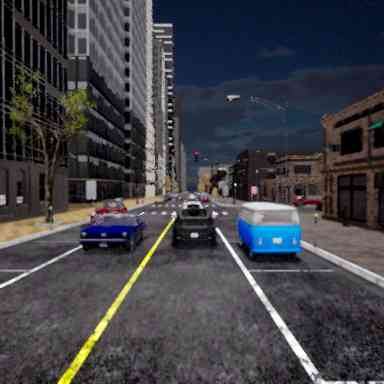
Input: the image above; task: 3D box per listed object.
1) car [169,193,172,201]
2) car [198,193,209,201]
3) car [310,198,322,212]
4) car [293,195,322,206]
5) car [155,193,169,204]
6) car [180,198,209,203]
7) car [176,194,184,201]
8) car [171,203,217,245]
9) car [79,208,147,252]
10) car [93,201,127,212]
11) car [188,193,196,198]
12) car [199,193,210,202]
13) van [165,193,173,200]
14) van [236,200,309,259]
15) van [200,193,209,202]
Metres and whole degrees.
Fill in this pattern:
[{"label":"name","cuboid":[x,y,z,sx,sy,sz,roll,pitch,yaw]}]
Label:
[{"label":"car","cuboid":[-5.670,1.395,66.958,1.947,1.339,4.313,-1,0,0]},{"label":"car","cuboid":[2.673,1.117,78.191,2.192,1.841,5.009,-1,0,0]},{"label":"car","cuboid":[16.417,1.704,38.239,4.313,1.339,1.947,1,0,1]},{"label":"car","cuboid":[16.525,1.302,46.615,5.009,1.841,2.192,1,1,1]},{"label":"car","cuboid":[-5.841,1.369,61.144,1.752,1.417,4.829,-1,0,0]},{"label":"car","cuboid":[0.094,1.458,25.929,1.812,1.442,4.674,0,0,0]},{"label":"car","cuboid":[-3.002,1.320,80.840,2.128,1.511,4.902,0,0,0]},{"label":"car","cuboid":[0.098,1.462,15.332,1.837,1.490,4.892,0,-1,0]},{"label":"car","cuboid":[-3.095,1.564,13.882,1.895,1.301,4.718,0,0,0]},{"label":"car","cuboid":[-5.704,1.379,23.367,1.967,1.590,4.097,-1,0,0]},{"label":"car","cuboid":[-0.002,1.300,88.213,1.812,1.442,4.674,0,0,0]},{"label":"car","cuboid":[2.675,1.270,66.904,1.967,1.590,4.097,-1,0,0]},{"label":"van","cuboid":[-5.674,1.129,83.890,1.690,1.788,3.998,-1,0,0]},{"label":"van","cuboid":[2.675,1.309,12.283,1.690,1.788,3.998,-1,0,0]},{"label":"van","cuboid":[2.674,1.157,72.548,1.690,1.788,3.998,-1,0,0]}]
